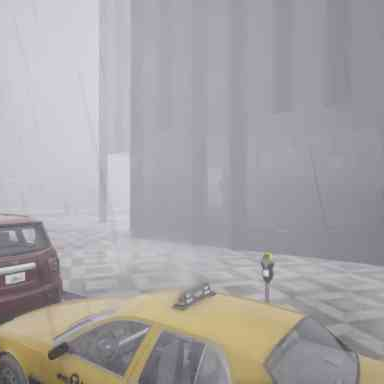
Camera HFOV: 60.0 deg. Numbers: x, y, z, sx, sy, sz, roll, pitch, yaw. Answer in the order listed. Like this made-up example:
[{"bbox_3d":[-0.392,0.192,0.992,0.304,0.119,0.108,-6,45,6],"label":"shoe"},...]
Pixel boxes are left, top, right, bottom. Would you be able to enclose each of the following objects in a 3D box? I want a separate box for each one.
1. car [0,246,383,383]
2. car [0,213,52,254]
[{"bbox_3d":[-0.185,1.525,3.093,4.829,1.417,1.752,0,0,36],"label":"car"},{"bbox_3d":[-4.461,1.313,6.148,5.009,1.841,2.192,0,0,36],"label":"car"}]
